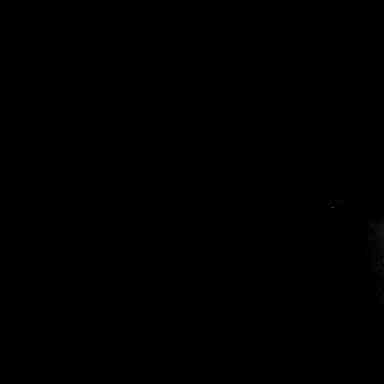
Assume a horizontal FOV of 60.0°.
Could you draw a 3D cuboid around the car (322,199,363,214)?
[{"bbox_3d":[15.879,1.491,35.092,5.008,1.535,1.882,0,-1,-29],"label":"car"}]
